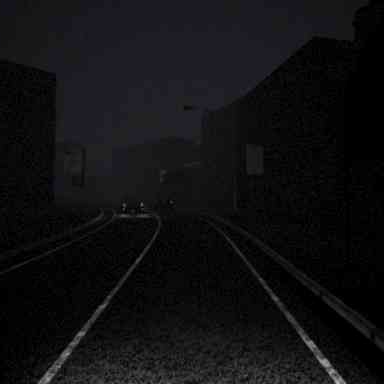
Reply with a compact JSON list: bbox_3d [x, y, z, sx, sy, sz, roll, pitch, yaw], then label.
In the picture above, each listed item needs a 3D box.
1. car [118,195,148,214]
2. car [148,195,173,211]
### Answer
[{"bbox_3d":[-5.834,1.073,31.586,2.097,1.767,4.553,1,1,-16],"label":"car"},{"bbox_3d":[-3.564,1.052,36.568,2.097,1.767,4.553,1,1,-19],"label":"car"}]
